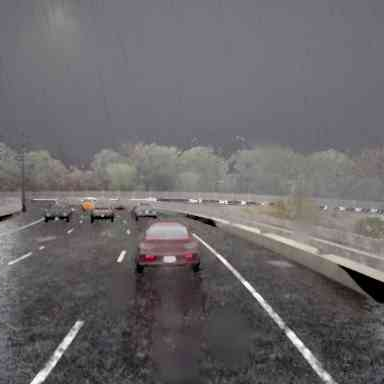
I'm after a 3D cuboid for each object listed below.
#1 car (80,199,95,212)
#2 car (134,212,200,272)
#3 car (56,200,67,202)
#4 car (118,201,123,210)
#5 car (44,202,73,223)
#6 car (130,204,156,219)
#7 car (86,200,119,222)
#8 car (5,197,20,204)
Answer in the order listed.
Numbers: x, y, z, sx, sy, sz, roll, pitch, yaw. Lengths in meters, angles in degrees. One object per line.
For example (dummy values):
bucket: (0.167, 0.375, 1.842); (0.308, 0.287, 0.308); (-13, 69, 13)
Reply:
car: (-14.113, 1.698, 45.603); (2.097, 1.767, 4.553); (0, 0, -25)
car: (-0.847, 1.603, 10.995); (1.812, 1.442, 4.674); (0, 0, -6)
car: (-17.846, 1.841, 45.370); (2.128, 1.511, 4.902); (0, -1, -26)
car: (-11.279, 1.916, 47.817); (1.994, 1.385, 4.181); (0, -1, -25)
car: (-11.194, 1.820, 28.181); (1.895, 1.301, 4.718); (0, 0, -16)
car: (-4.421, 1.763, 29.942); (2.033, 1.411, 5.357); (0, 0, -16)
car: (-7.714, 1.704, 28.615); (2.128, 1.511, 4.902); (0, -1, -16)
car: (-41.903, 1.982, 77.597); (4.553, 1.767, 2.097); (0, -1, 41)
